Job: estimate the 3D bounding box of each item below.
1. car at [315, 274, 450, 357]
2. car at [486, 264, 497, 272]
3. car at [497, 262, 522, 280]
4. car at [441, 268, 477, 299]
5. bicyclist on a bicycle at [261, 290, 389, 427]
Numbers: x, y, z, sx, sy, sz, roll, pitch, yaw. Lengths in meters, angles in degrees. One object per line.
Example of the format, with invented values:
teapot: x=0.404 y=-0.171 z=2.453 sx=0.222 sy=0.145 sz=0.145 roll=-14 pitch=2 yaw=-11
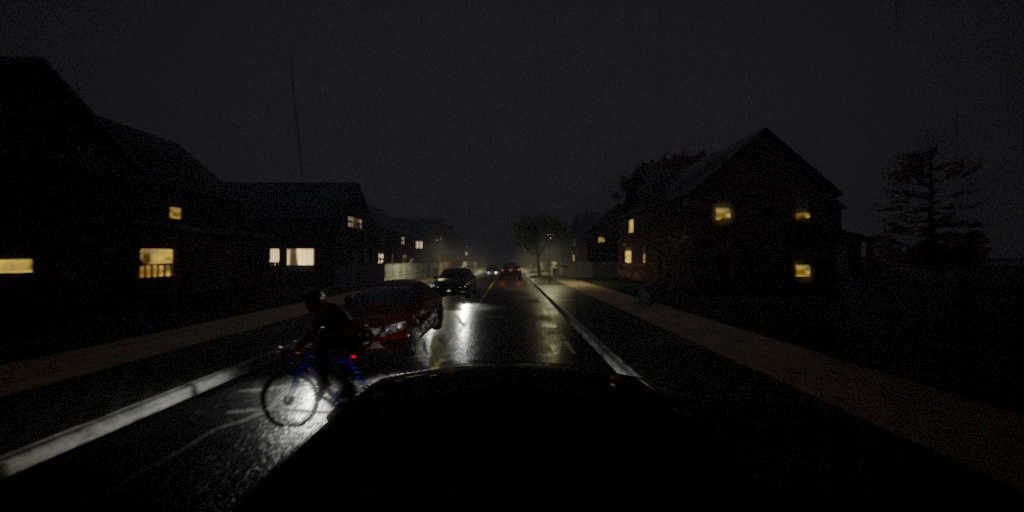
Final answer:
car: x=-2.888 y=1.330 z=8.823 sx=1.812 sy=1.442 sz=4.674 roll=0 pitch=0 yaw=0
car: x=-3.208 y=1.945 z=60.020 sx=1.994 sy=1.385 sz=4.181 roll=0 pitch=-1 yaw=0
car: x=-0.133 y=1.417 z=36.197 sx=2.097 sy=1.767 sz=4.553 roll=0 pitch=-1 yaw=0
car: x=-2.946 y=1.394 z=19.120 sx=1.837 sy=1.490 sz=4.892 roll=0 pitch=-1 yaw=0
bicyclist on a bicycle: x=-2.164 y=1.222 z=4.249 sx=1.656 sy=1.620 sz=0.582 roll=-2 pitch=0 yaw=0
